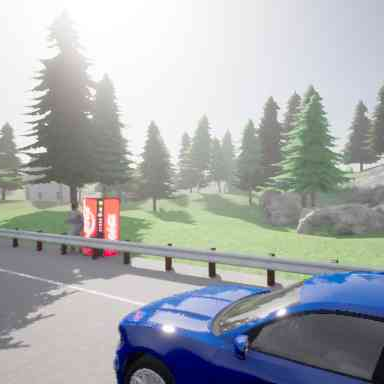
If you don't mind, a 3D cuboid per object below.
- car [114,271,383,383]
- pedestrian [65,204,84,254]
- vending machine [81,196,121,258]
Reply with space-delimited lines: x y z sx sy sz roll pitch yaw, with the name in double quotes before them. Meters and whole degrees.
"car" 1.467 1.477 2.848 5.008 1.535 1.882 0 0 35
"pedestrian" -4.206 1.294 11.939 0.375 1.860 0.375 0 0 32
"vending machine" -3.292 1.195 12.045 0.880 2.100 1.100 0 0 33
